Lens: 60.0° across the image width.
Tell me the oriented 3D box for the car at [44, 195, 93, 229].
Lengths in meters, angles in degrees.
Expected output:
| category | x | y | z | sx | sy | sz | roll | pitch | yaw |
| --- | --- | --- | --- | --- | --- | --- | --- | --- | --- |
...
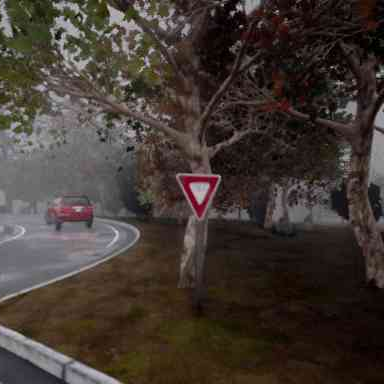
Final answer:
| category | x | y | z | sx | sy | sz | roll | pitch | yaw |
| --- | --- | --- | --- | --- | --- | --- | --- | --- | --- |
| car | -8.303 | 1.255 | 22.282 | 2.150 | 2.045 | 5.566 | 0 | -1 | -33 |
